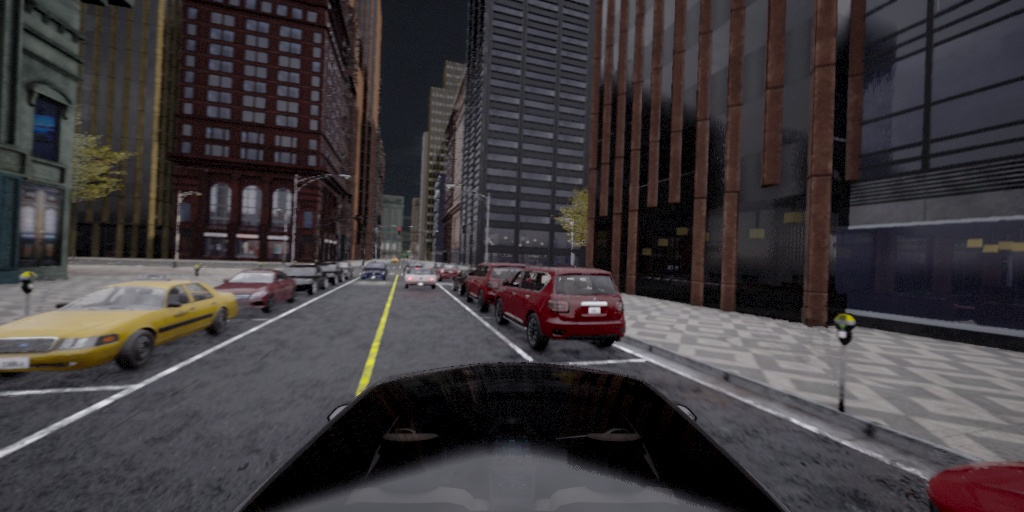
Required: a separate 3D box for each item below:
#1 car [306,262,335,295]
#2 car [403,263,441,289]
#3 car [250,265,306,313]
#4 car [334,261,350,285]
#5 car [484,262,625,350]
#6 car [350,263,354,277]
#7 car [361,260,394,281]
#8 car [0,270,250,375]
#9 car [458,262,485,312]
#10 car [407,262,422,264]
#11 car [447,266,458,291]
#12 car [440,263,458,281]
[{"bbox_3d":[-10.466,1.104,17.890,1.948,1.339,4.313,0,0,-17],"label":"car"},{"bbox_3d":[-5.997,1.369,23.298,1.895,1.301,4.718,2,-1,-16],"label":"car"},{"bbox_3d":[-8.834,1.120,12.495,1.802,1.307,4.207,0,0,-17],"label":"car"},{"bbox_3d":[-12.098,1.105,23.285,1.948,1.339,4.313,0,0,-17],"label":"car"},{"bbox_3d":[0.951,1.187,9.569,2.192,1.841,5.009,0,0,-17],"label":"car"},{"bbox_3d":[-13.730,1.091,28.680,2.007,1.370,4.403,0,0,-17],"label":"car"},{"bbox_3d":[-11.034,1.195,29.187,2.033,1.411,5.357,2,-1,-16],"label":"car"},{"bbox_3d":[-7.153,1.064,6.937,1.751,1.417,4.829,0,0,-17],"label":"car"},{"bbox_3d":[-0.681,1.187,14.964,2.192,1.841,5.009,0,0,-17],"label":"car"},{"bbox_3d":[-8.955,1.259,32.886,2.128,1.511,4.902,2,-1,-17],"label":"car"},{"bbox_3d":[-2.313,1.438,20.359,1.948,1.339,4.313,0,0,-17],"label":"car"},{"bbox_3d":[-5.576,1.315,31.148,1.967,1.591,4.097,0,0,-17],"label":"car"}]
